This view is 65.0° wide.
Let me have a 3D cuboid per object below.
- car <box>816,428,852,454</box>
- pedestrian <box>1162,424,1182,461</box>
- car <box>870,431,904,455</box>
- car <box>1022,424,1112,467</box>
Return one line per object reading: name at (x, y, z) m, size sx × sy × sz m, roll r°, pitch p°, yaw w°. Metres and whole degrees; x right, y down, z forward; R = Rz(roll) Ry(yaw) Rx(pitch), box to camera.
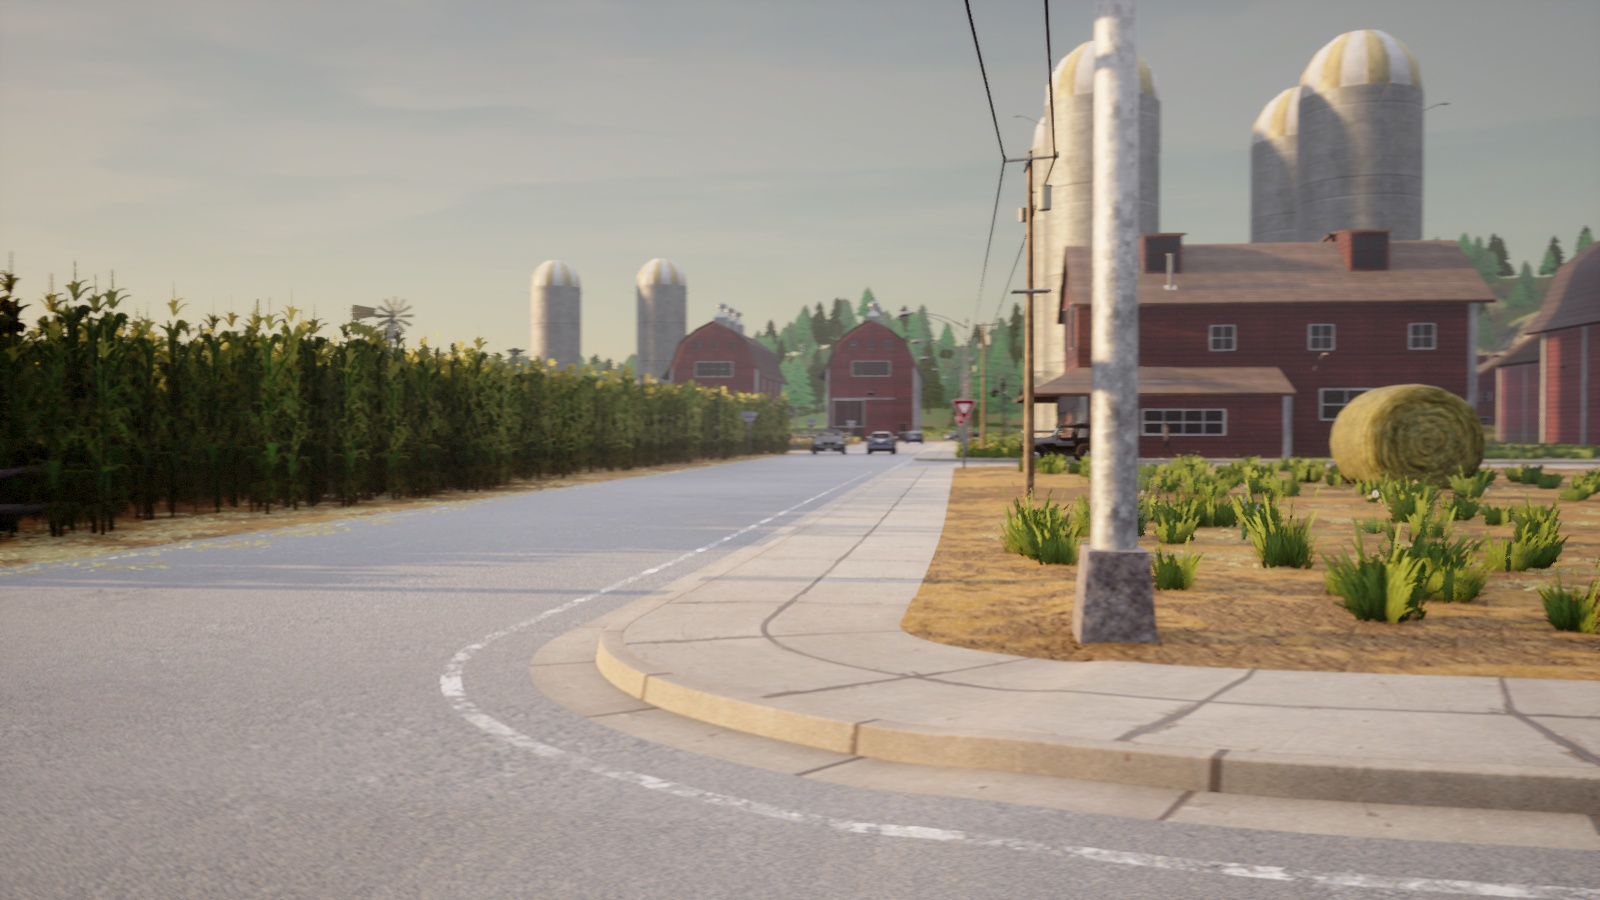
car at (2.254, -0.628, 82.392) m, size 2.242 × 1.667 × 4.611 m, roll 1°, pitch 1°, yaw 2°
pedestrian at (18.407, -0.378, 62.133) m, size 0.869 × 1.805 × 0.328 m, roll 1°, pitch 1°, yaw 13°
car at (5.753, -0.483, 82.658) m, size 1.970 × 1.475 × 3.806 m, roll 1°, pitch 1°, yaw 7°
car at (12.210, -0.220, 57.614) m, size 3.866 × 1.878 × 1.905 m, roll 1°, pitch 1°, yaw 7°
